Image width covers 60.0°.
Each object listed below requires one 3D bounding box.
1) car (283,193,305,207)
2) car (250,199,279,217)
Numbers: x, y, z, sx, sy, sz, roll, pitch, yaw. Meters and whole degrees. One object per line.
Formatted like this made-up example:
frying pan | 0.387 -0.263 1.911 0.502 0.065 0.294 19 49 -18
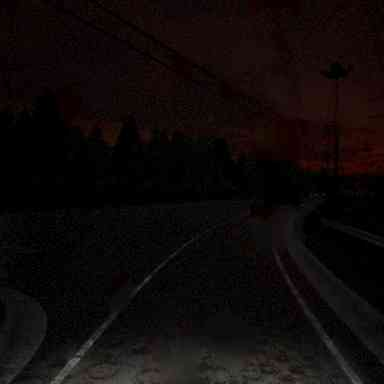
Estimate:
car | 14.177 1.249 46.963 2.128 1.511 4.902 0 0 26
car | 6.431 1.318 29.221 1.882 1.535 5.008 0 0 21
